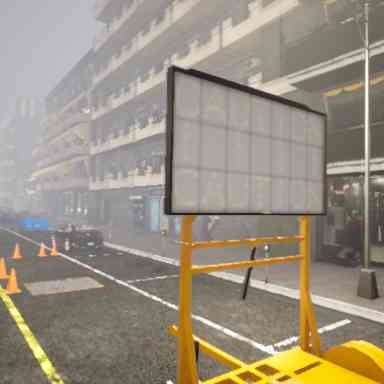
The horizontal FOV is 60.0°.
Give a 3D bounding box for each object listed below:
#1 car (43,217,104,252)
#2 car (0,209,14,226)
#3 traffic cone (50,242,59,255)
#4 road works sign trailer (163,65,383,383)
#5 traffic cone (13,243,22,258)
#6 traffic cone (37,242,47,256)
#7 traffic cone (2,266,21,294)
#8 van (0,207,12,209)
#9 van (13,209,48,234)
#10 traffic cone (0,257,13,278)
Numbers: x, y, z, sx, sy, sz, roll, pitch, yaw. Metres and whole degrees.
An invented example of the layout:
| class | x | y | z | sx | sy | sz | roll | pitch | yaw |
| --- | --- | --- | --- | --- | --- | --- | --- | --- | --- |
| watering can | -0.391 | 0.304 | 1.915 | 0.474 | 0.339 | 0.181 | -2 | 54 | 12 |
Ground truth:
| class | x | y | z | sx | sy | sz | roll | pitch | yaw |
| --- | --- | --- | --- | --- | --- | --- | --- | --- | --- |
| car | -5.952 | 2.217 | 17.103 | 2.008 | 1.369 | 4.403 | 3 | -3 | -36 |
| car | -19.020 | 2.764 | 34.905 | 1.887 | 1.381 | 4.507 | 3 | -3 | -36 |
| traffic cone | -6.166 | 2.518 | 14.901 | 0.340 | 0.580 | 0.340 | 3 | -3 | -29 |
| road works sign trailer | 0.582 | 0.658 | 3.742 | 2.380 | 3.560 | 2.880 | 3 | -3 | -36 |
| traffic cone | -7.360 | 2.454 | 13.990 | 0.340 | 0.580 | 0.340 | 3 | -3 | -36 |
| traffic cone | -6.554 | 2.496 | 14.580 | 0.340 | 0.580 | 0.340 | 3 | -3 | -36 |
| traffic cone | -4.617 | 2.264 | 8.564 | 0.340 | 0.580 | 0.340 | 3 | -3 | -36 |
| van | -22.283 | 2.701 | 39.365 | 1.690 | 1.788 | 3.998 | 3 | -3 | -36 |
| van | -12.482 | 2.282 | 26.014 | 1.690 | 1.788 | 3.998 | 3 | -3 | -36 |
| traffic cone | -5.799 | 2.313 | 10.176 | 0.340 | 0.580 | 0.340 | 3 | -3 | -36 |
